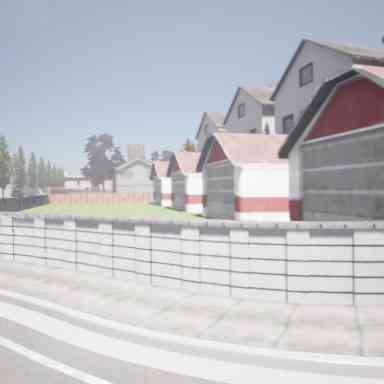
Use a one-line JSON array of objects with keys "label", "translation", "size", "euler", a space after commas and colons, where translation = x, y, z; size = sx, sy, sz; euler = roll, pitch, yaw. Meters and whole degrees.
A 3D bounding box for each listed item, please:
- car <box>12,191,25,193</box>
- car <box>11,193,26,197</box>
[{"label": "car", "translation": [-38.996, 0.688, 74.846], "size": [2.150, 2.045, 5.566], "euler": [-1, 1, -15]}, {"label": "car", "translation": [-31.038, 1.346, 58.676], "size": [2.033, 1.411, 5.357], "euler": [-1, 1, -15]}]
